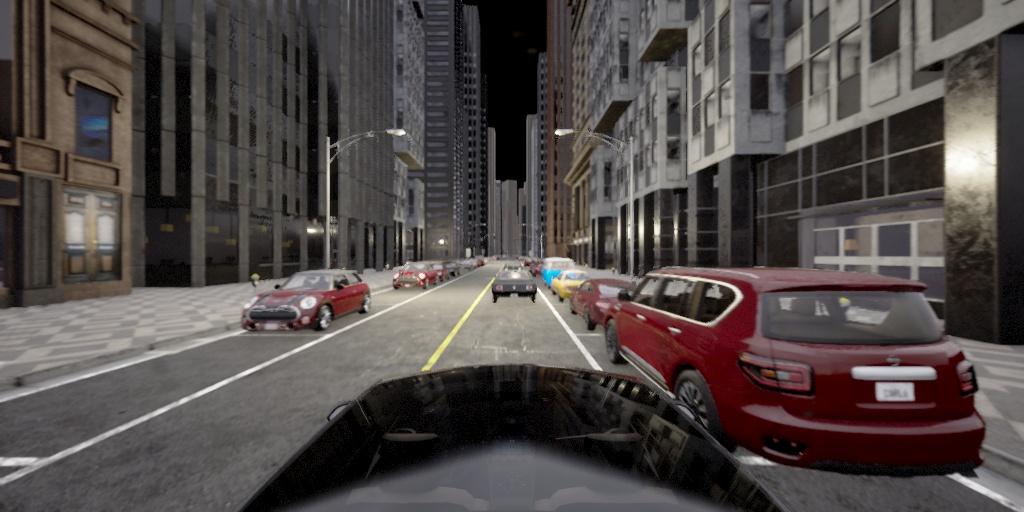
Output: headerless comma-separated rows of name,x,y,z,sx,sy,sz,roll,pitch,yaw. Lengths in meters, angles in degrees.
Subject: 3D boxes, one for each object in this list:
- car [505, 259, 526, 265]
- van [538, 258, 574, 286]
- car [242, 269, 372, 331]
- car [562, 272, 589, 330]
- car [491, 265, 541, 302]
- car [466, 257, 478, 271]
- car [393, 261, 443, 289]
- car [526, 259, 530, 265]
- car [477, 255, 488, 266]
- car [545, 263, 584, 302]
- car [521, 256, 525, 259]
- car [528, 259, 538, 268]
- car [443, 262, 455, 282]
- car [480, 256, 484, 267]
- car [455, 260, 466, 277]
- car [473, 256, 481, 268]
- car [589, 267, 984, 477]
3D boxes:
car,0.094,1.217,34.815,1.895,1.301,4.718,0,0,0
van,2.760,1.009,21.788,1.690,1.789,3.998,0,0,0
car,-5.763,1.154,10.568,1.967,1.591,4.097,0,0,0
car,2.762,1.295,10.584,1.802,1.307,4.207,0,0,0
car,0.094,1.290,16.597,1.895,1.301,4.718,0,0,0
car,-5.769,1.130,44.178,2.007,1.370,4.403,0,0,0
car,-5.765,1.108,21.771,1.967,1.591,4.097,0,0,0
car,2.757,1.183,38.594,1.802,1.307,4.207,0,0,0
car,-5.771,0.831,60.983,2.192,1.841,5.009,0,0,0
car,2.761,1.216,16.356,1.751,1.417,4.829,0,0,0
car,2.755,1.082,55.400,1.888,1.381,4.507,0,0,0
car,2.758,1.205,32.992,1.802,1.307,4.207,0,0,0
car,-5.766,1.228,27.372,1.802,1.307,4.207,0,0,0
car,-5.771,1.082,55.381,1.888,1.381,4.507,0,0,0
car,-5.767,1.189,32.974,1.948,1.339,4.313,0,0,0
car,-5.770,1.084,49.609,1.751,1.417,4.829,0,0,0
car,2.763,1.051,4.982,2.192,1.841,5.009,0,0,0
